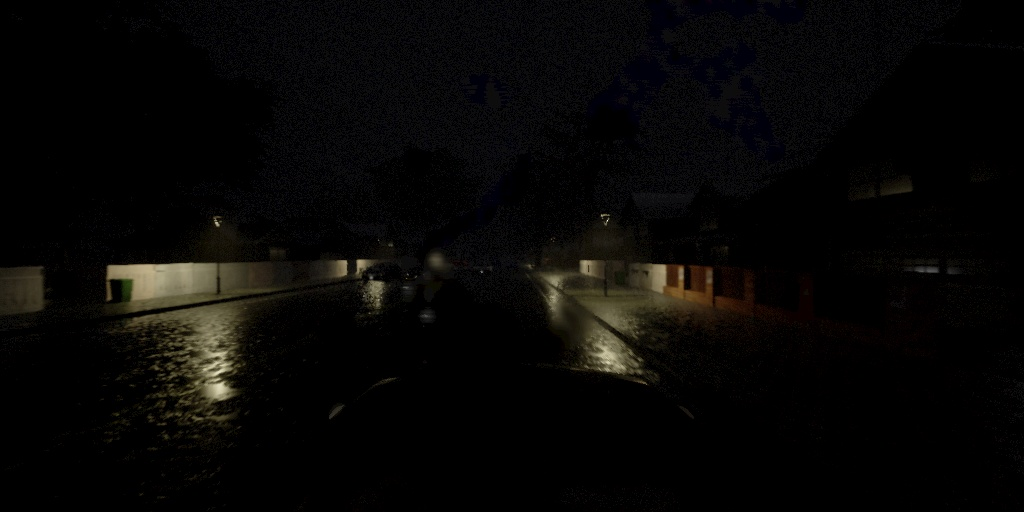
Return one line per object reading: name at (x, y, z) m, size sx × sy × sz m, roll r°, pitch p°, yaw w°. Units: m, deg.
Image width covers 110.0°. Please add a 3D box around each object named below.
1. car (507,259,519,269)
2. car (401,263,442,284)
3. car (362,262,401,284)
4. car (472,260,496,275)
car at (0.084, 1.337, 59.156) m, size 2.033 × 1.411 × 5.357 m, roll 0°, pitch 0°, yaw 0°
car at (-6.603, 1.264, 27.409) m, size 1.837 × 1.490 × 4.892 m, roll 0°, pitch 0°, yaw 0°
car at (-9.852, 1.251, 27.582) m, size 2.128 × 1.511 × 4.902 m, roll 0°, pitch 0°, yaw 0°
car at (-3.161, 1.369, 39.716) m, size 1.895 × 1.301 × 4.718 m, roll 0°, pitch 0°, yaw 0°
